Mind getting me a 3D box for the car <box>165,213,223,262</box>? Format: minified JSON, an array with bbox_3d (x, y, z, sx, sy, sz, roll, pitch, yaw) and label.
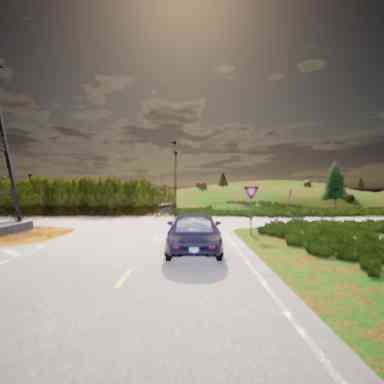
[{"bbox_3d":[0.071,1.476,11.797,1.812,1.442,4.674,0,0,0],"label":"car"}]
